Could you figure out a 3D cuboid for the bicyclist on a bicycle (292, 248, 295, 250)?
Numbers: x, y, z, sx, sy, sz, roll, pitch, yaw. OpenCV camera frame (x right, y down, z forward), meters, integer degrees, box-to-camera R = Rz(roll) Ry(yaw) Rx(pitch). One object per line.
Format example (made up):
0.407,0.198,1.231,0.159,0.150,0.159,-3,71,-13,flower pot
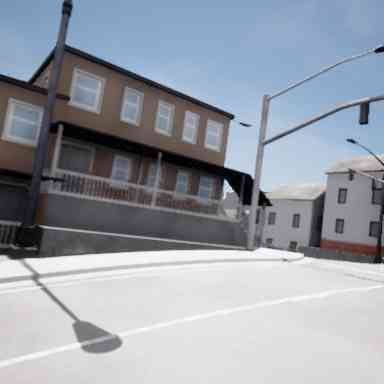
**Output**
12.120,7.493,39.564,1.656,1.620,0.582,11,-14,-34,bicyclist on a bicycle

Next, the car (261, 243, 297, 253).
6.913,5.080,28.317,1.994,1.385,4.181,11,-15,-34,car
